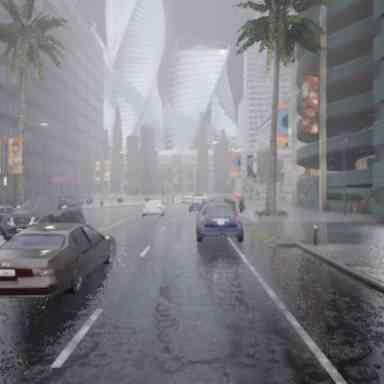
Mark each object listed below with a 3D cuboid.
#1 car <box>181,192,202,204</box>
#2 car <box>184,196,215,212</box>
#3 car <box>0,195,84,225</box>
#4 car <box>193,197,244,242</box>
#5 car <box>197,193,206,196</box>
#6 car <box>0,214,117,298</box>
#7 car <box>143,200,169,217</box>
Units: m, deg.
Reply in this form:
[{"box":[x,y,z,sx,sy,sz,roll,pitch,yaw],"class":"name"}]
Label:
[{"box":[0.401,1.107,58.845,2.150,2.045,5.566,0,0,40],"class":"car"},{"box":[0.926,1.455,36.976,1.812,1.442,4.674,0,0,14],"class":"car"},{"box":[-7.091,1.190,16.523,2.150,2.045,5.566,0,0,0],"class":"car"},{"box":[1.225,1.320,16.319,2.097,1.767,4.553,0,0,0],"class":"car"},{"box":[3.501,1.396,56.984,1.837,1.490,4.892,-1,0,42],"class":"car"},{"box":[-3.400,1.531,8.634,2.033,1.411,5.357,0,0,0],"class":"car"},{"box":[-3.251,1.468,30.170,1.812,1.442,4.674,0,0,3],"class":"car"}]
